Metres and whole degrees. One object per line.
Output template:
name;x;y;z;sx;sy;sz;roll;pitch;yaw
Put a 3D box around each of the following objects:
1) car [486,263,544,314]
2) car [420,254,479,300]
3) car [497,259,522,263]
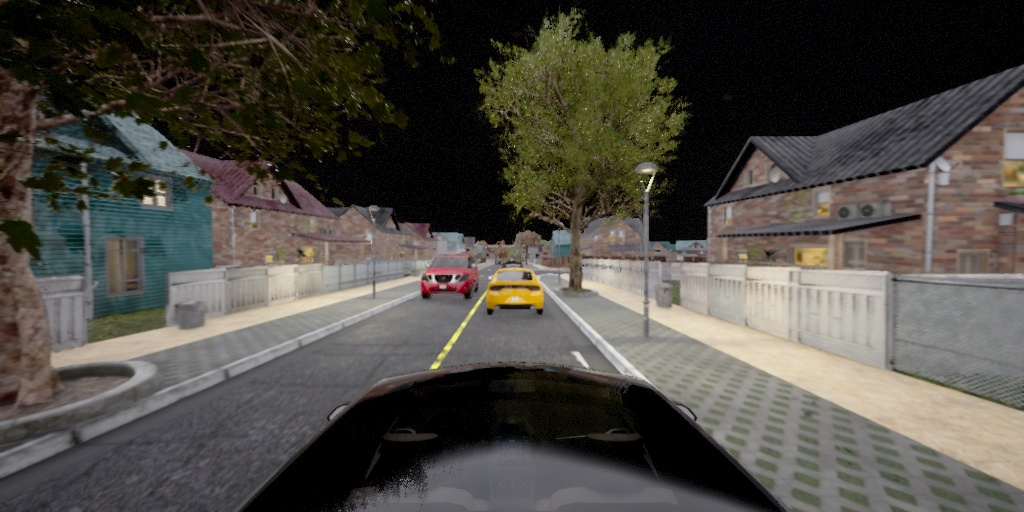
car;0.092;1.179;13.530;1.882;1.535;5.008;0;0;0
car;-2.849;0.911;17.570;2.150;2.045;5.566;0;0;0
car;0.087;1.177;27.007;1.837;1.490;4.892;0;0;0
